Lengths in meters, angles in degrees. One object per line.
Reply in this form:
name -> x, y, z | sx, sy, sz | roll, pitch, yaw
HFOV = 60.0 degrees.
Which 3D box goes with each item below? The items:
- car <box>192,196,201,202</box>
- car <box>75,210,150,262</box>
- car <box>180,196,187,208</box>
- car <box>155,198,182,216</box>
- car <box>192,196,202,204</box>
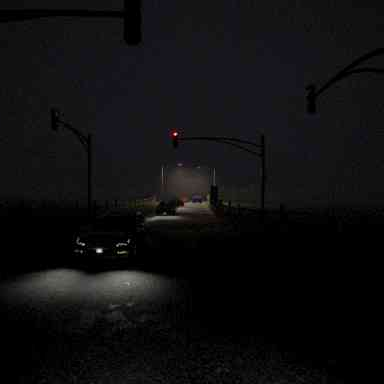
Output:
car -> 1.092, 1.617, 75.929 | 1.895, 1.301, 4.718 | 0, 0, 1
car -> -2.669, 1.476, 12.118 | 1.837, 1.490, 4.892 | 1, 0, 1
car -> -2.182, 1.574, 48.806 | 1.994, 1.385, 4.181 | 0, 0, 1
car -> -2.438, 1.553, 32.771 | 2.033, 1.411, 5.357 | 0, 0, 1
car -> 1.030, 1.495, 65.895 | 1.882, 1.535, 5.008 | 0, 0, 1
